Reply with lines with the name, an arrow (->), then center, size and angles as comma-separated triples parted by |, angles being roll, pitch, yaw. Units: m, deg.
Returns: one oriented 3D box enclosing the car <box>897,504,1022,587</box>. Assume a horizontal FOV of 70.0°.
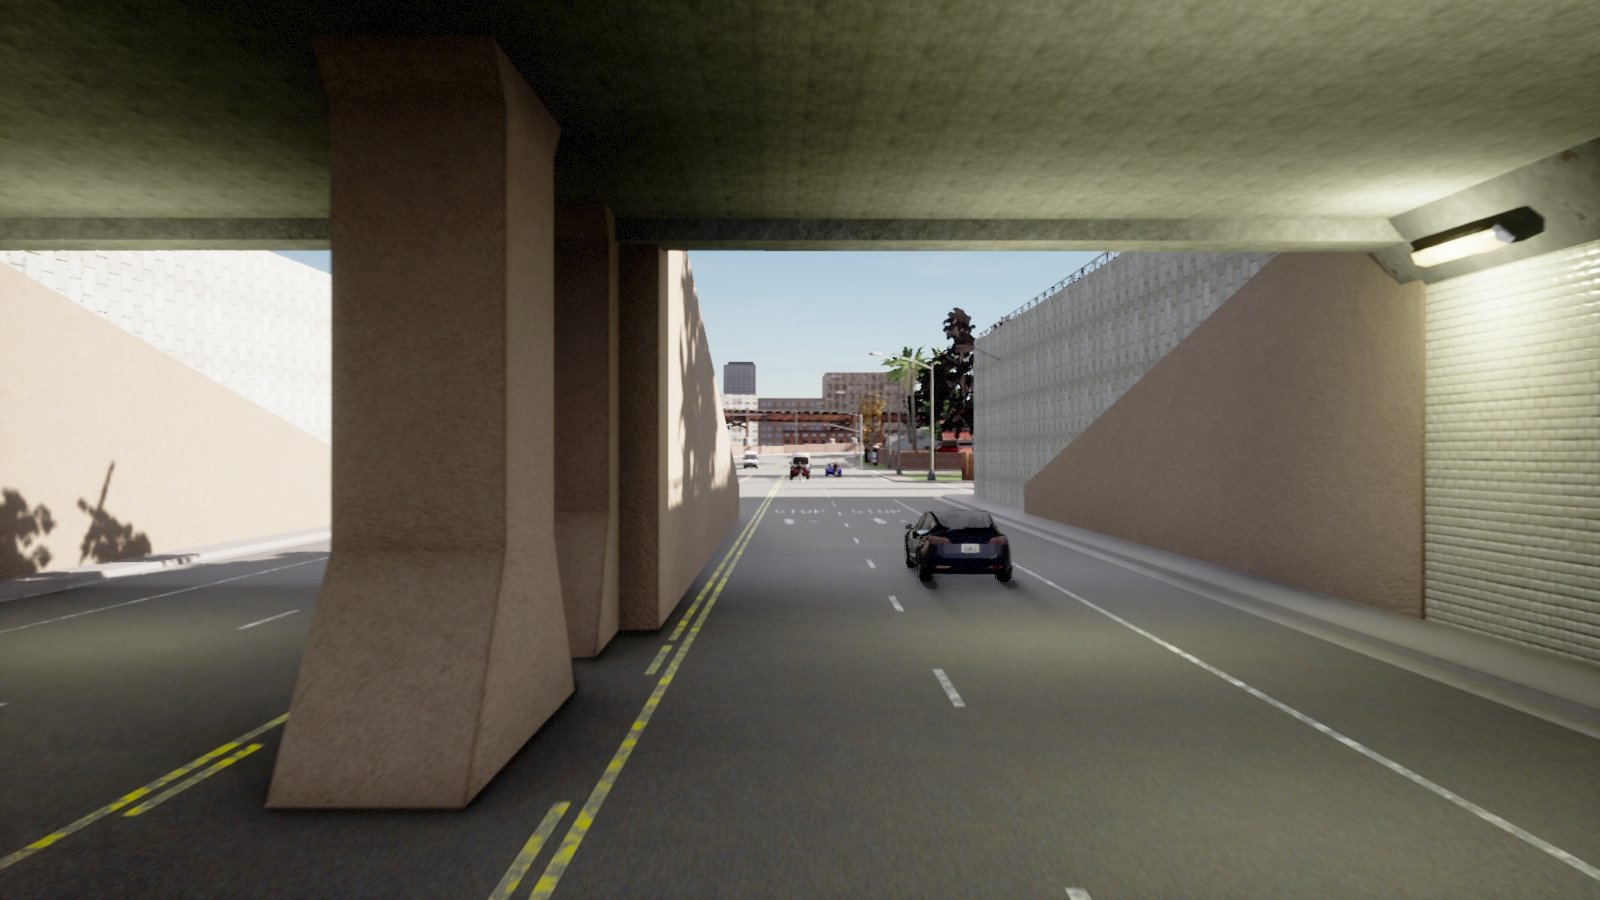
car -> 3.463, 2.063, 25.751 | 2.163, 1.488, 4.792 | 0, 0, 0
